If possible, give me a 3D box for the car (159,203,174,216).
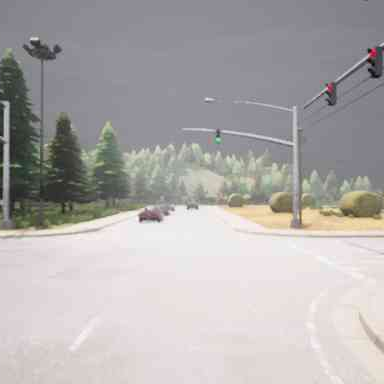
[{"bbox_3d":[-3.593,2.066,39.583,2.033,1.411,5.357,0,-1,0],"label":"car"}]

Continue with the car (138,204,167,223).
[{"bbox_3d":[-3.597,1.993,29.880,1.895,1.301,4.718,0,-1,0],"label":"car"}]

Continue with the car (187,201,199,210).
[{"bbox_3d":[0.092,2.245,54.943,1.812,1.442,4.674,0,-1,0],"label":"car"}]
